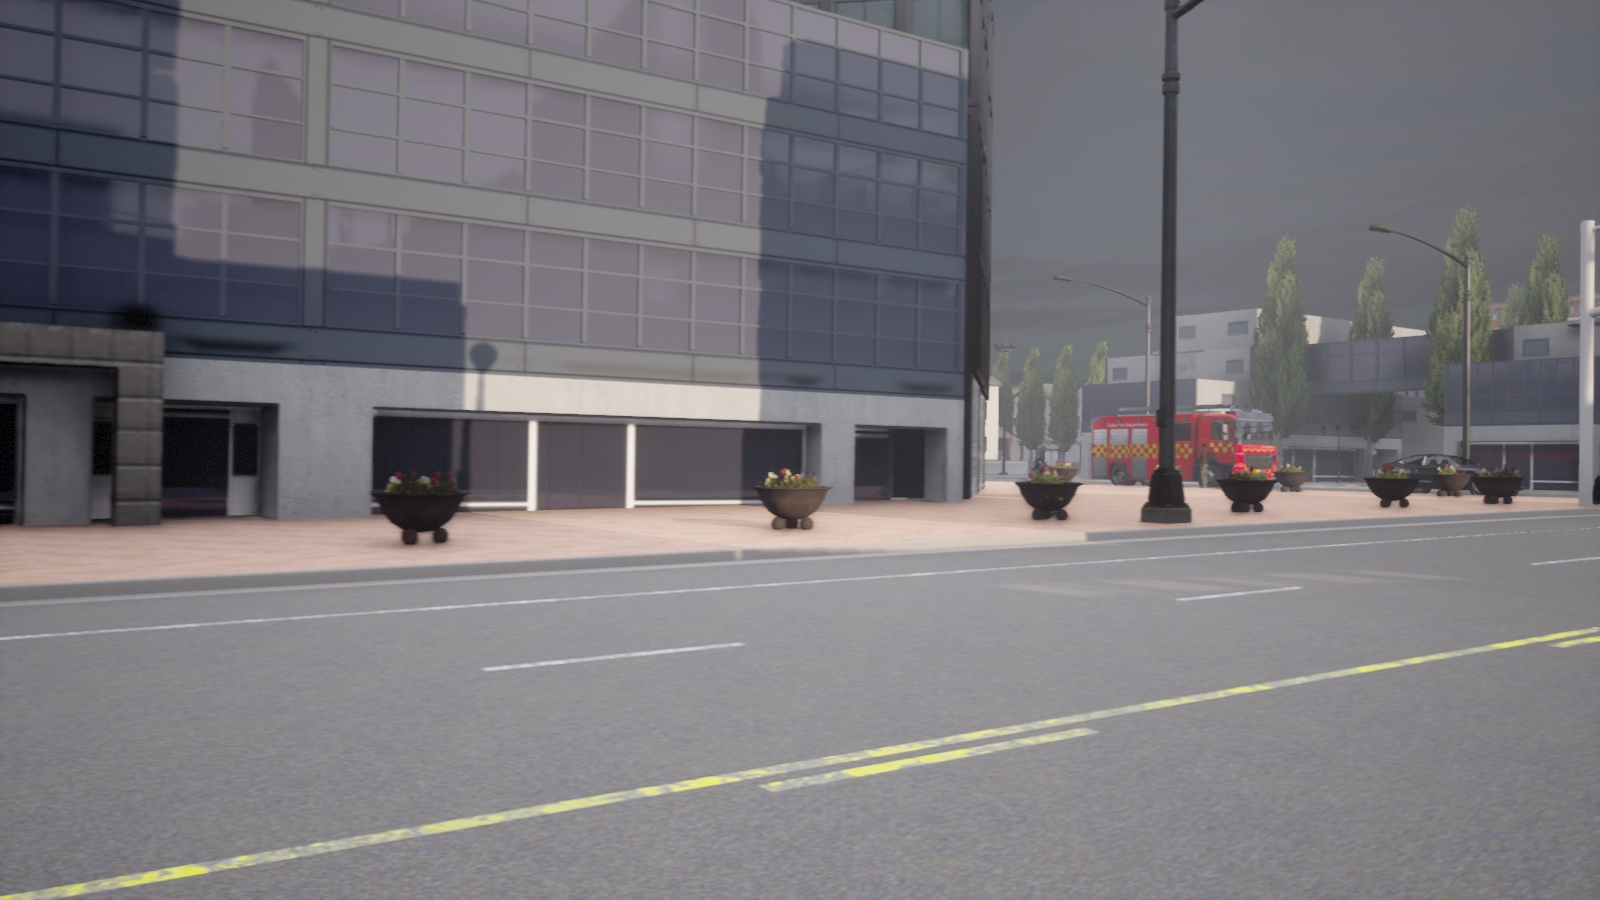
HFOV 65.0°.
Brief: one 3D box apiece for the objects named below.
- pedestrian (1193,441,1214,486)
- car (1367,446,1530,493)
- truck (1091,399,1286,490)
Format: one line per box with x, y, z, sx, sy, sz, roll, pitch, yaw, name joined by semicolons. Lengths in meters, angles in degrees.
16.505;0.560;51.387;0.431;1.840;0.703;1;-1;-32;pedestrian
24.262;0.706;47.183;2.152;1.651;5.027;1;-1;-34;car
17.472;-0.197;57.127;2.891;3.827;8.468;1;-1;-34;truck
